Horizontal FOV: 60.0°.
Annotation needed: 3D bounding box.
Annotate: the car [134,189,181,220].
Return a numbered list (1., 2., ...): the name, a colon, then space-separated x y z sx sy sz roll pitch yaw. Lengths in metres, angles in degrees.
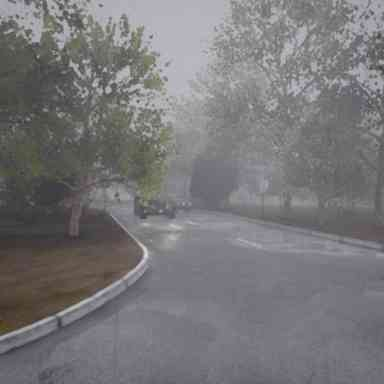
1. car: -2.646 0.727 22.704 2.150 2.045 5.566 1 1 -17

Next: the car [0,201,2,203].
1. car: -20.951 0.587 32.437 4.674 1.442 1.812 1 0 -19

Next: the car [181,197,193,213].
1. car: -1.773 1.010 29.237 2.033 1.411 5.357 1 0 -25
